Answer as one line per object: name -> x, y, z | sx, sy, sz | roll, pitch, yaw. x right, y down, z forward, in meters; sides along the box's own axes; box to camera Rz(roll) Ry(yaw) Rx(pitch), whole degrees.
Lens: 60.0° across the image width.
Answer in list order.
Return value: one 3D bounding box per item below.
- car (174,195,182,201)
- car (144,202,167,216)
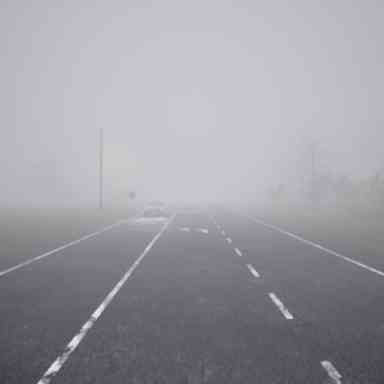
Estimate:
car -> -3.488, 1.527, 81.106 | 2.128, 1.511, 4.902 | 0, 0, 0
car -> -3.538, 1.622, 32.508 | 1.895, 1.301, 4.718 | 0, 0, 0
